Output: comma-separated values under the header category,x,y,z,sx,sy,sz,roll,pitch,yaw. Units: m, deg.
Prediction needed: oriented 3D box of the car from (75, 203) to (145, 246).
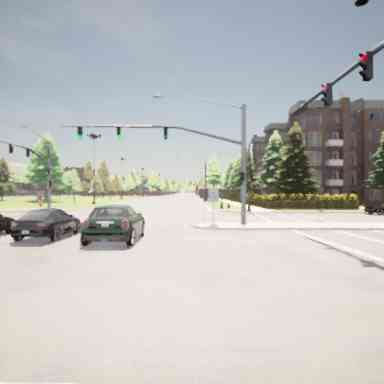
category,x,y,z,sx,sy,sz,roll,pitch,yaw
car,-3.441,1.342,15.269,2.097,1.767,4.553,0,0,0

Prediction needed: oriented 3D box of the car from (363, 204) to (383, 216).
category,x,y,z,sx,sy,sz,roll,pitch,yaw
car,19.391,1.602,32.465,4.718,1.301,1.895,0,0,-1

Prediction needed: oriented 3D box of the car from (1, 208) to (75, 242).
category,x,y,z,sx,sy,sz,roll,pitch,yaw
car,-6.943,1.512,16.153,1.812,1.442,4.674,0,0,0
